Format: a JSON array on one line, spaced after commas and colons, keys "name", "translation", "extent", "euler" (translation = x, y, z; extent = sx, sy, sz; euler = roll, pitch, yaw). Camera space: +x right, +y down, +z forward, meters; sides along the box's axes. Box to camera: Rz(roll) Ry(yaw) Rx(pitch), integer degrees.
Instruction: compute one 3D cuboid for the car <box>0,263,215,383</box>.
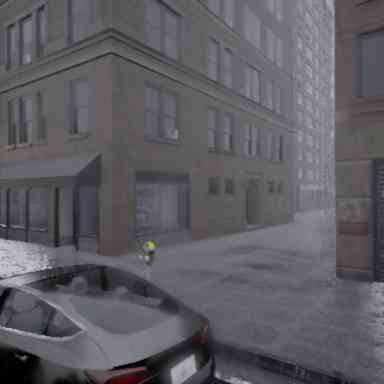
[{"name": "car", "translation": [-1.763, 1.582, 4.068], "extent": [4.313, 1.339, 1.947], "euler": [0, 0, 36]}]
